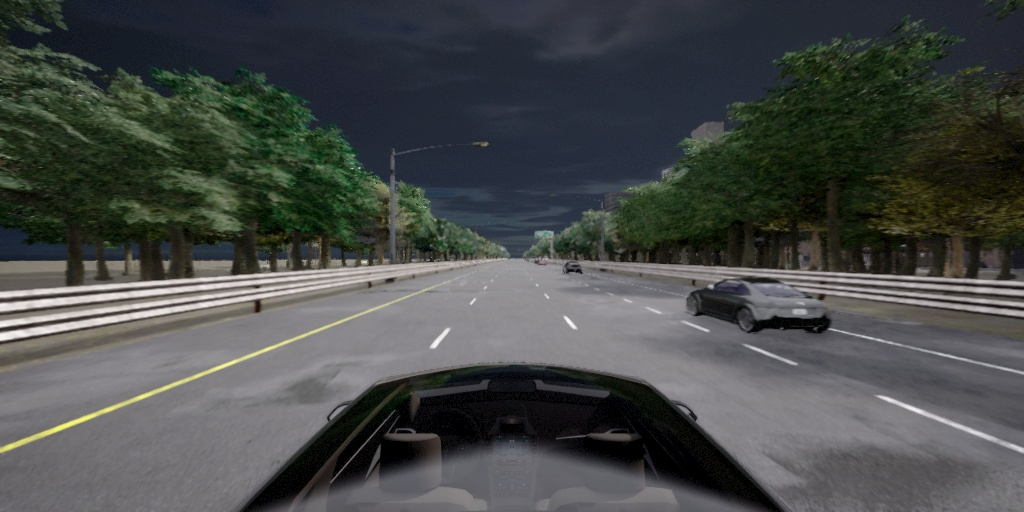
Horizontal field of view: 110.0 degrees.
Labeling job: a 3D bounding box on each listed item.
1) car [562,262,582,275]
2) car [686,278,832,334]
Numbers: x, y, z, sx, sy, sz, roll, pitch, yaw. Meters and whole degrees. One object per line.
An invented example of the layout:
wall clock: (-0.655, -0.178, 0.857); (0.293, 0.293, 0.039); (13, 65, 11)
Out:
car: (7.092, 1.400, 42.646); (1.837, 1.490, 4.892); (0, 0, 0)
car: (7.004, 1.332, 10.728); (1.994, 1.385, 4.181); (0, 0, 0)
